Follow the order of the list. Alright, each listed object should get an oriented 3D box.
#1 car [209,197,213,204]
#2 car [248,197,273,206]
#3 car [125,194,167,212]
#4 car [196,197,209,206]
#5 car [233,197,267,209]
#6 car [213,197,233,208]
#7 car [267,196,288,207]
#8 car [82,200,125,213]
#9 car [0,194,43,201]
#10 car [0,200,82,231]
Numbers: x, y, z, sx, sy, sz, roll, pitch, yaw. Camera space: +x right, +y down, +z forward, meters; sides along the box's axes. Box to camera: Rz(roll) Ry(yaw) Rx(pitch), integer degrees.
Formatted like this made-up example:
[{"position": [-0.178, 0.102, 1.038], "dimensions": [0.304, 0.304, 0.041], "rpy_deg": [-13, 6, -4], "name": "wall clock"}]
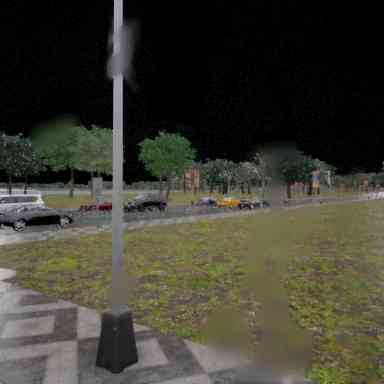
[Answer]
[{"position": [5.330, 1.484, 52.792], "dimensions": [2.128, 1.511, 4.902], "rpy_deg": [0, 0, 36], "name": "car"}, {"position": [11.575, 1.554, 55.894], "dimensions": [2.033, 1.411, 5.357], "rpy_deg": [0, 0, 36], "name": "car"}, {"position": [-5.218, 1.213, 38.317], "dimensions": [2.150, 2.045, 5.566], "rpy_deg": [0, 0, 36], "name": "car"}, {"position": [2.593, 1.501, 54.556], "dimensions": [1.812, 1.442, 4.674], "rpy_deg": [0, 0, 36], "name": "car"}, {"position": [7.988, 1.527, 45.274], "dimensions": [1.837, 1.490, 4.892], "rpy_deg": [0, 0, 36], "name": "car"}, {"position": [5.512, 1.484, 47.395], "dimensions": [1.882, 1.535, 5.008], "rpy_deg": [0, 0, 36], "name": "car"}, {"position": [13.709, 1.374, 53.295], "dimensions": [2.097, 1.767, 4.553], "rpy_deg": [0, 0, 36], "name": "car"}, {"position": [-10.205, 1.575, 36.961], "dimensions": [1.895, 1.301, 4.718], "rpy_deg": [0, 0, 36], "name": "car"}, {"position": [-14.247, 1.212, 25.790], "dimensions": [2.150, 2.045, 5.566], "rpy_deg": [0, 0, 36], "name": "car"}, {"position": [-9.778, 1.514, 20.708], "dimensions": [2.128, 1.511, 4.902], "rpy_deg": [0, 0, 36], "name": "car"}]
